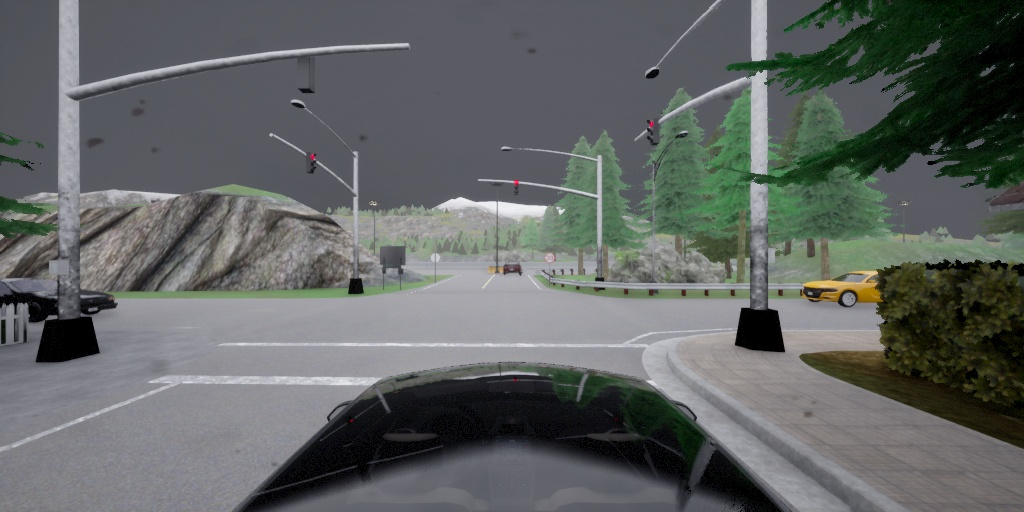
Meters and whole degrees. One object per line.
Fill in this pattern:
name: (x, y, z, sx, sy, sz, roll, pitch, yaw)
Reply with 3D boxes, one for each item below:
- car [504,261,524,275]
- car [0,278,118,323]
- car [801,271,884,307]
car: (0.244, 1.335, 40.398, 1.882, 1.535, 5.008, 0, -2, 6)
car: (-17.386, 1.489, 12.617, 5.357, 1.411, 2.033, 0, 0, 0)
car: (15.952, 1.419, 16.162, 5.008, 1.535, 1.882, 0, 0, 0)
